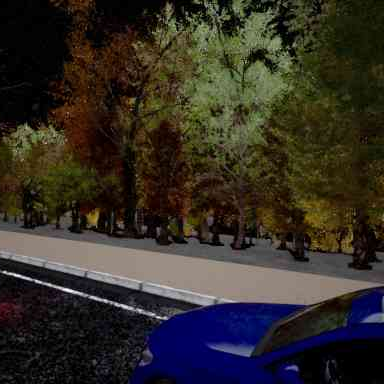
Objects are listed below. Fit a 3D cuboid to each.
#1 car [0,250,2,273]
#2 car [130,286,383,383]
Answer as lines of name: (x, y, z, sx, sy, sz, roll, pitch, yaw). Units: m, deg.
car: (-6.723, 1.503, 8.504, 4.892, 1.490, 1.837, 0, 0, 36)
car: (1.598, 1.526, 2.544, 4.674, 1.442, 1.812, 0, 0, 36)
